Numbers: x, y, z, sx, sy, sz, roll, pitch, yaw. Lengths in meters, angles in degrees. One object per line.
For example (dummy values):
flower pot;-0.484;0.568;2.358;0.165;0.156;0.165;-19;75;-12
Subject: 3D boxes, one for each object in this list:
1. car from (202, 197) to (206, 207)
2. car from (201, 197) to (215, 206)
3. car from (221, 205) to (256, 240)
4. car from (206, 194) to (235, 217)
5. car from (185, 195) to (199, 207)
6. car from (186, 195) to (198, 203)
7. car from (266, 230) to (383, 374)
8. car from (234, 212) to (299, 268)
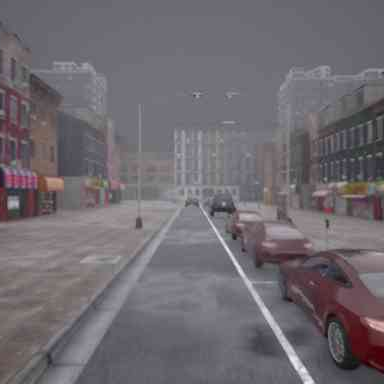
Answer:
car;2.627;1.376;49.433;1.967;1.590;4.097;0;0;0
car;2.624;1.483;54.937;2.008;1.369;4.403;0;0;0
car;2.638;1.552;16.411;1.802;1.307;4.206;0;0;0
car;2.739;1.175;31.278;2.150;2.045;5.566;0;0;0
car;0.017;1.442;48.689;1.837;1.490;4.892;0;-1;0
car;-0.086;1.418;64.960;2.128;1.511;4.902;0;0;-3
car;2.643;1.571;5.404;1.802;1.307;4.206;1;0;0
car;2.641;1.561;10.907;1.802;1.307;4.206;1;0;0
